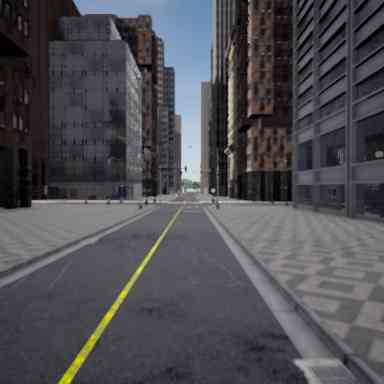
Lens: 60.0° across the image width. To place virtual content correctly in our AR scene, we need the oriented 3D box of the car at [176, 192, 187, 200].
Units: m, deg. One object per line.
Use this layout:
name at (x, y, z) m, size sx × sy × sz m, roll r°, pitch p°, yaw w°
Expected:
car at (-3.016, 1.292, 86.892) m, size 2.097 × 1.767 × 4.553 m, roll 0°, pitch 0°, yaw 0°
